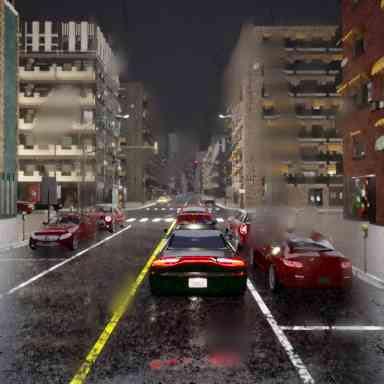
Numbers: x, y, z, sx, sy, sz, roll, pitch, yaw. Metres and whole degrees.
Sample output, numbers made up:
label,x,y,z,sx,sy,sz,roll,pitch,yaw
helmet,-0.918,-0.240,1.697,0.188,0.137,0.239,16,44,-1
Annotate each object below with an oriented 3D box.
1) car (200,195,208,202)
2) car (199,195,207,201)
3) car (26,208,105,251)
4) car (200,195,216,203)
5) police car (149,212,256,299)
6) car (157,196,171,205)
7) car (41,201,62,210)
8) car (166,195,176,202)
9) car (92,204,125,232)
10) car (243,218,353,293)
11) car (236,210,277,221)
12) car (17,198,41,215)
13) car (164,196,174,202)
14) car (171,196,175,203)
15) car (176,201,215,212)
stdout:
label,x,y,z,sx,sy,sz,roll,pitch,yaw
car,2.833,1.557,80.594,1.887,1.381,4.507,1,0,0
car,2.851,1.564,86.265,2.008,1.369,4.403,1,0,0
car,-5.267,1.585,14.144,1.802,1.307,4.206,1,0,0
car,2.741,1.560,52.240,2.008,1.369,4.403,1,0,0
police car,0.124,1.507,8.575,2.038,1.542,4.974,0,0,0
car,-5.121,1.536,57.736,1.752,1.417,4.829,1,0,0
car,-17.499,1.591,39.120,4.313,1.339,1.947,0,-1,0
car,-5.048,1.557,80.590,1.887,1.381,4.507,1,0,0
car,-5.251,1.445,19.693,1.967,1.590,4.097,1,0,0
car,2.600,1.584,8.592,1.802,1.307,4.206,1,0,0
car,2.620,1.444,14.141,1.967,1.590,4.097,1,0,0
car,-17.463,1.241,31.244,5.009,1.841,2.192,0,-1,0
car,-5.066,1.578,74.919,1.947,1.339,4.313,1,0,0
car,-5.084,1.537,69.078,1.752,1.417,4.829,1,0,0
car,0.125,1.482,19.036,1.882,1.535,5.008,0,0,0
